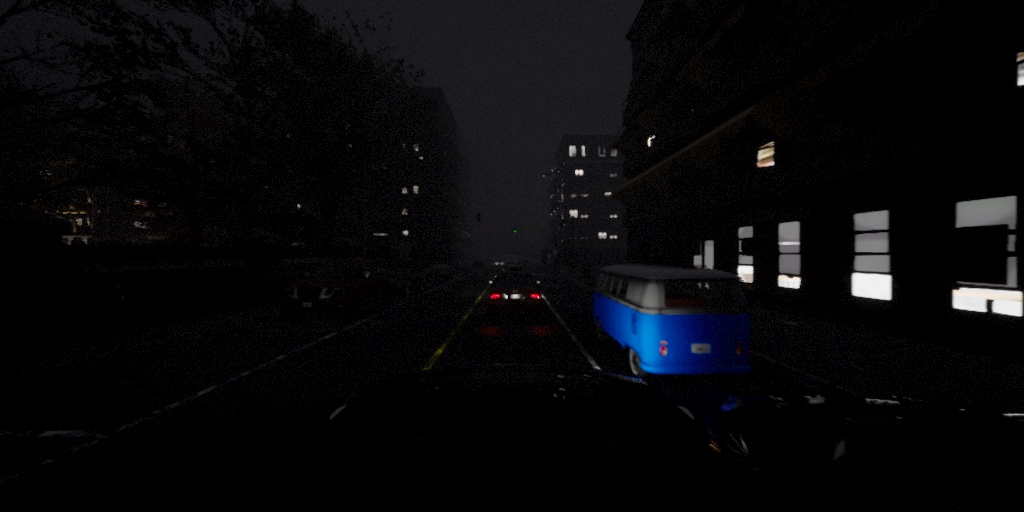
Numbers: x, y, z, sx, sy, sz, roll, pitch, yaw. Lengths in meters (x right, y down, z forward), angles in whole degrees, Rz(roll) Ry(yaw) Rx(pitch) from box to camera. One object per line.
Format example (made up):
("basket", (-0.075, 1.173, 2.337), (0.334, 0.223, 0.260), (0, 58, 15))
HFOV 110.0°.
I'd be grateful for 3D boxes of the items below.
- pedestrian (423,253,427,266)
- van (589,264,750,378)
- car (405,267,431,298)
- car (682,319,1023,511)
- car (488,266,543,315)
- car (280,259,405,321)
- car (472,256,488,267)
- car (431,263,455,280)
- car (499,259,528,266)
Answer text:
("pedestrian", (-12.725, 0.485, 52.481), (0.375, 1.860, 0.375), (0, -1, -1))
("van", (2.690, 1.073, 6.945), (1.690, 1.789, 3.998), (0, 0, 0))
("car", (-5.693, 1.260, 18.013), (1.948, 1.339, 4.313), (0, 0, 0))
("car", (2.691, 1.317, 1.410), (1.948, 1.339, 4.313), (0, 0, 0))
("car", (0.098, 1.258, 13.288), (2.033, 1.411, 5.357), (0, 0, 0))
("car", (-5.692, 1.028, 12.478), (2.192, 1.841, 5.009), (0, 0, 0))
("car", (-5.703, 0.992, 61.494), (1.967, 1.591, 4.097), (0, 0, 0))
("car", (-5.695, 1.240, 29.083), (1.802, 1.307, 4.207), (0, 0, 0))
("car", (0.094, 1.183, 29.329), (1.812, 1.442, 4.674), (0, 0, 0))
